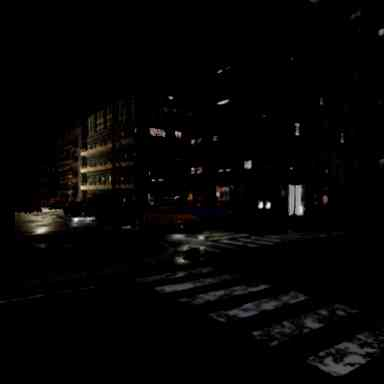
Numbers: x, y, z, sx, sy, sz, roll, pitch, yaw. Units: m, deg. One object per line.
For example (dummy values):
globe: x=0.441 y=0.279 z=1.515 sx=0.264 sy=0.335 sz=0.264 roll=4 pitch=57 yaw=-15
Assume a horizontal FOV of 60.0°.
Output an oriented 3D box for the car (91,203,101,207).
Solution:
car: x=-7.374 y=1.951 z=30.581 sx=1.994 sy=1.385 sz=4.181 roll=0 pitch=-1 yaw=-37

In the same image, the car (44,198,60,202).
car: x=-28.478 y=2.259 z=69.094 sx=2.192 sy=1.841 sz=5.009 roll=-1 pitch=0 yaw=-36

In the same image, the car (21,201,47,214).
car: x=-21.958 y=2.252 z=46.115 sx=1.802 sy=1.307 sz=4.206 roll=-1 pitch=0 yaw=-36

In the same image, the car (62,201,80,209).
car: x=-21.945 y=2.325 z=60.200 sx=1.752 sy=1.417 sz=4.829 roll=-1 pitch=0 yaw=-36

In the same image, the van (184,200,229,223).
van: x=1.357 y=1.625 z=28.454 sx=1.690 sy=1.788 sz=3.998 roll=-1 pitch=0 yaw=-36

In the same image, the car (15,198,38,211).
car: x=-25.276 y=2.184 z=50.631 sx=1.967 sy=1.590 sz=4.097 roll=-1 pitch=0 yaw=-36

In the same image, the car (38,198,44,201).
car: x=-35.108 y=2.407 z=78.125 sx=2.192 sy=1.841 sz=5.009 roll=-1 pitch=0 yaw=-36

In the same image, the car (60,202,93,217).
car: x=-13.448 y=2.123 z=38.878 sx=1.895 sy=1.301 sz=4.718 roll=0 pitch=-1 yaw=-36

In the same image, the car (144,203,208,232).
car: x=-1.422 y=1.734 z=22.473 sx=1.882 sy=1.535 sz=5.008 roll=0 pitch=-1 yaw=-36

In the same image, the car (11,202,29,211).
car: x=-28.589 y=2.368 z=55.146 sx=2.008 sy=1.369 sz=4.403 roll=-1 pitch=0 yaw=-36

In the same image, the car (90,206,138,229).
car: x=-5.383 y=1.886 z=23.538 sx=1.802 sy=1.307 sz=4.206 roll=-1 pitch=0 yaw=-36

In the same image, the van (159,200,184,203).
van: x=-1.958 y=1.698 z=32.970 sx=1.690 sy=1.788 sz=3.998 roll=-1 pitch=0 yaw=-36

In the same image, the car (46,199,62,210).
car: x=-22.777 y=2.324 z=56.805 sx=2.033 sy=1.411 sz=5.357 roll=0 pitch=-1 yaw=-36
